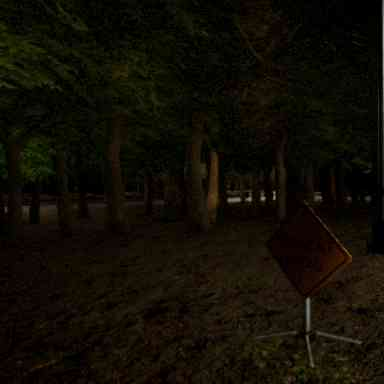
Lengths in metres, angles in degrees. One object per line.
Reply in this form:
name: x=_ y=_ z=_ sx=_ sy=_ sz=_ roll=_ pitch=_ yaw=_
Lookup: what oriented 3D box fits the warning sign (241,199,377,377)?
warning sign: x=1.500 y=1.049 z=4.390 sx=1.060 sy=1.860 sz=1.300 roll=-1 pitch=1 yaw=-36
